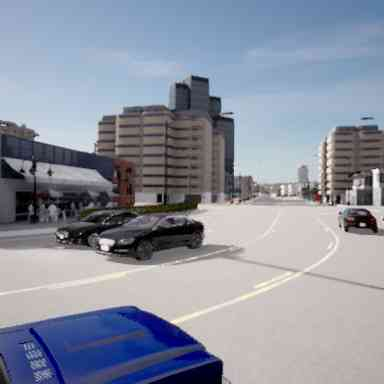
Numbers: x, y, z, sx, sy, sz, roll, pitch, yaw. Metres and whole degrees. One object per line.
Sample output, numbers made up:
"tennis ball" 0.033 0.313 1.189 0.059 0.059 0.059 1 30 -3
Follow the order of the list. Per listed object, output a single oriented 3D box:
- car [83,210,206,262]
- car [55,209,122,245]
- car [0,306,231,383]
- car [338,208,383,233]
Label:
"car" -1.366 1.585 12.808 2.128 1.511 4.902 0 0 37
"car" -3.878 1.603 15.472 1.837 1.490 4.892 1 0 35
"car" -1.977 1.607 2.284 4.718 1.301 1.895 1 -1 -36
"car" 10.709 1.762 21.642 1.812 1.442 4.674 0 0 18
